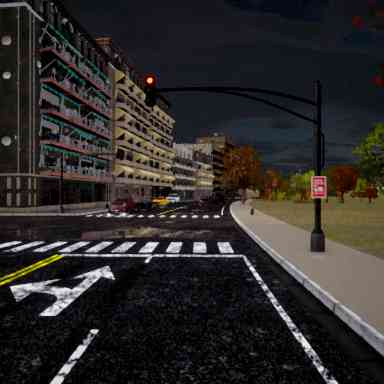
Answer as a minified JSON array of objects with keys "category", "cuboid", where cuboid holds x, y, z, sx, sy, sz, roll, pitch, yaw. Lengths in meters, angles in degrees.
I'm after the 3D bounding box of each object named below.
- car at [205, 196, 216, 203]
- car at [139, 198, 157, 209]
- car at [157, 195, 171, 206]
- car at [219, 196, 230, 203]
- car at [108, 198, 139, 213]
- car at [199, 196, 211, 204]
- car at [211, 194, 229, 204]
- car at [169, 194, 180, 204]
[{"category":"car","cuboid":[4.433,1.729,79.325,1.882,1.535,5.008,0,0,12]},{"category":"car","cuboid":[-6.963,1.726,48.299,1.895,1.301,4.718,0,0,7]},{"category":"car","cuboid":[-5.610,1.651,58.511,1.882,1.535,5.008,0,0,8]},{"category":"car","cuboid":[7.707,1.784,79.127,2.128,1.511,4.902,0,0,12]},{"category":"car","cuboid":[-7.995,1.432,38.272,2.097,1.767,4.553,0,0,5]},{"category":"car","cuboid":[2.595,1.728,69.128,2.128,1.511,4.902,0,0,10]},{"category":"car","cuboid":[5.813,1.457,68.666,2.150,2.045,5.566,0,0,10]},{"category":"car","cuboid":[-4.017,1.452,68.963,2.150,2.045,5.566,0,0,9]}]
